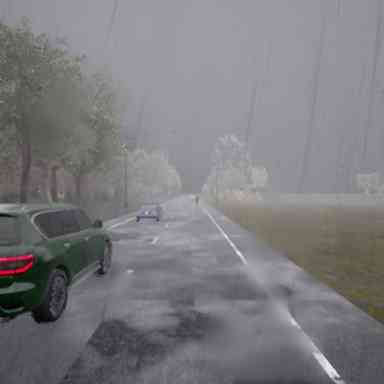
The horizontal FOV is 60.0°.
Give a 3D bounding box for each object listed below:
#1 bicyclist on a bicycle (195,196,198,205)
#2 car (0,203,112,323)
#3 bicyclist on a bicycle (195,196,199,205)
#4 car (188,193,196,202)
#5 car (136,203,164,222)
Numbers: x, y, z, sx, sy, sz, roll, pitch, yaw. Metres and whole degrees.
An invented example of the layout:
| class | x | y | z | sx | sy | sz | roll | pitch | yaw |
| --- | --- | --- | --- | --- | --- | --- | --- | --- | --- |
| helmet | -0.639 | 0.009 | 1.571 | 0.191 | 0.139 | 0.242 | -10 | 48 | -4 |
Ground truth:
| class | x | y | z | sx | sy | sz | roll | pitch | yaw |
| --- | --- | --- | --- | --- | --- | --- | --- | --- | --- |
| bicyclist on a bicycle | 0.952 | 1.647 | 65.009 | 0.582 | 1.620 | 1.656 | 0 | -1 | 0 |
| car | -3.401 | 1.244 | 7.377 | 2.150 | 2.045 | 5.566 | 0 | 0 | 0 |
| bicyclist on a bicycle | 0.954 | 1.539 | 56.251 | 0.659 | 1.776 | 1.843 | 0 | 0 | 0 |
| car | -0.013 | 1.631 | 82.491 | 1.882 | 1.535 | 5.008 | 0 | 0 | 0 |
| car | -3.406 | 1.629 | 27.500 | 2.033 | 1.411 | 5.357 | 0 | 0 | 0 |
